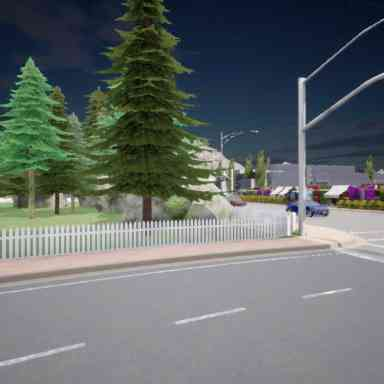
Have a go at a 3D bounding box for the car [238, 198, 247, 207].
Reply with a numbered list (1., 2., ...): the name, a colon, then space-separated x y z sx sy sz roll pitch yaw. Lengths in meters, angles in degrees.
1. car: 6.199 1.533 48.020 1.882 1.535 5.008 0 0 -16

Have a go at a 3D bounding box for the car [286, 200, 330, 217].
1. car: 11.003 1.533 31.817 1.882 1.535 5.008 0 0 -17
